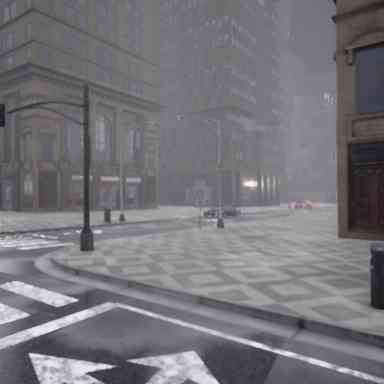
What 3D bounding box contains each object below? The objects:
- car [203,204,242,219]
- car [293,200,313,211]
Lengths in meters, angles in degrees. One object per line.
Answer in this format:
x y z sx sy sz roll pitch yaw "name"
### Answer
3.251 1.987 34.155 2.033 1.411 5.357 0 -1 36 "car"
18.508 2.165 55.511 2.097 1.767 4.553 0 -1 36 "car"
